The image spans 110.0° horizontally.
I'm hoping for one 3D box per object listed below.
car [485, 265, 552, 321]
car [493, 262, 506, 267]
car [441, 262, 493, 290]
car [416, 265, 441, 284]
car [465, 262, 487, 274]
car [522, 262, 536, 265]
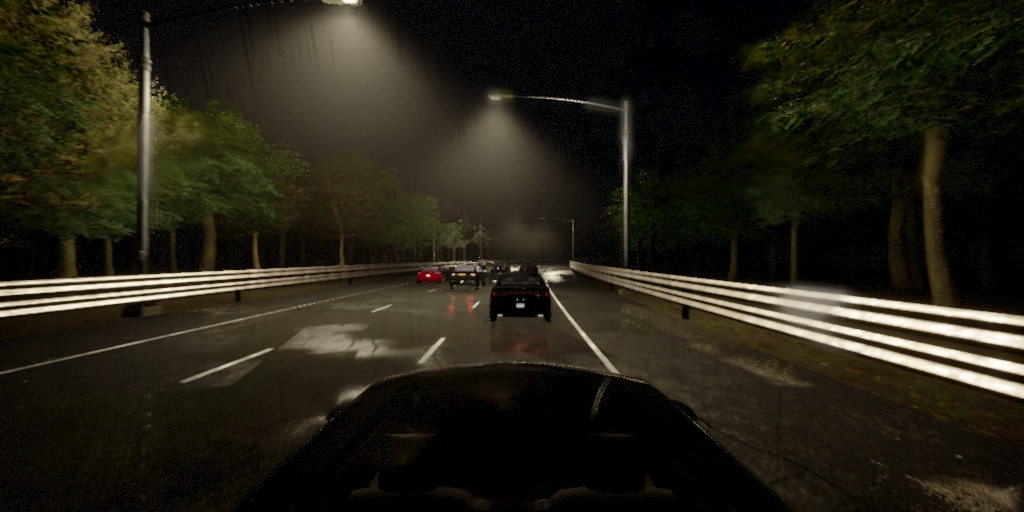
[{"bbox_3d":[0.304,1.263,12.633,1.882,1.535,5.008,0,0,2],"label":"car"},{"bbox_3d":[-1.280,1.437,41.966,2.033,1.411,5.357,0,0,6],"label":"car"},{"bbox_3d":[-2.760,1.311,23.278,2.128,1.511,4.902,0,0,3],"label":"car"},{"bbox_3d":[-5.961,1.397,28.022,1.994,1.385,4.181,0,0,4],"label":"car"},{"bbox_3d":[-4.456,1.460,45.037,1.994,1.385,4.181,0,0,6],"label":"car"},{"bbox_3d":[1.751,1.379,36.782,1.837,1.490,4.892,0,0,5],"label":"car"}]
